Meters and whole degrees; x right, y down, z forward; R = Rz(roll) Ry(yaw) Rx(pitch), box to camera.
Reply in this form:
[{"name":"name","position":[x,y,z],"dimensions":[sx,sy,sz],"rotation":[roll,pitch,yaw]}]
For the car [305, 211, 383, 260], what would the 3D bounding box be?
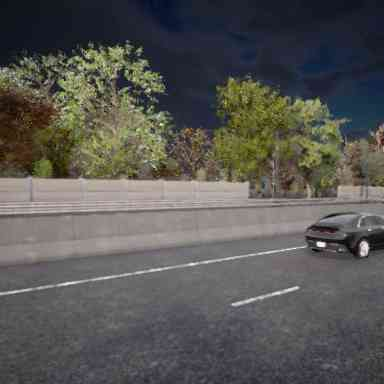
[{"name":"car","position":[6.288,1.503,12.534],"dimensions":[4.892,1.490,1.837],"rotation":[0,0,-36]}]
